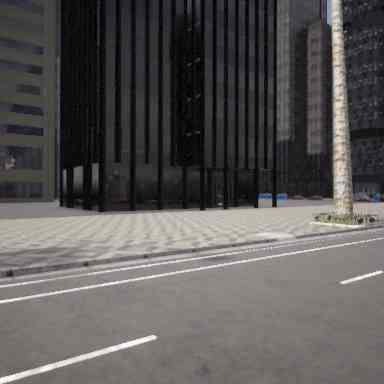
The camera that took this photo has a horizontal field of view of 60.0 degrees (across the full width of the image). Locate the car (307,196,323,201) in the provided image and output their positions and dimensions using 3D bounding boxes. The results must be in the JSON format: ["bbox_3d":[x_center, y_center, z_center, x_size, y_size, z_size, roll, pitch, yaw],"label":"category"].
[{"bbox_3d":[31.917,1.592,86.157,1.802,1.307,4.206,0,0,-36],"label":"car"}]

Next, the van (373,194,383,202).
[{"bbox_3d":[41.813,1.355,72.295,1.690,1.788,3.998,0,0,-36],"label":"van"}]

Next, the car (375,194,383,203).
[{"bbox_3d":[38.174,1.304,62.720,2.192,1.841,5.009,0,0,-36],"label":"car"}]

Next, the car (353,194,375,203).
[{"bbox_3d":[34.875,1.567,67.340,1.802,1.307,4.206,0,0,-36],"label":"car"}]

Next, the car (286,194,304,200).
[{"bbox_3d":[28.618,1.592,90.778,1.802,1.307,4.206,0,0,-36],"label":"car"}]

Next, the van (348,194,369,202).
[{"bbox_3d":[38.515,1.353,76.916,1.690,1.788,3.998,0,0,-36],"label":"van"}]
